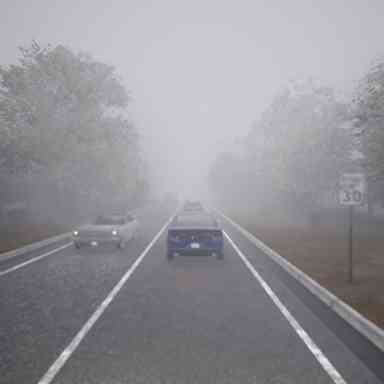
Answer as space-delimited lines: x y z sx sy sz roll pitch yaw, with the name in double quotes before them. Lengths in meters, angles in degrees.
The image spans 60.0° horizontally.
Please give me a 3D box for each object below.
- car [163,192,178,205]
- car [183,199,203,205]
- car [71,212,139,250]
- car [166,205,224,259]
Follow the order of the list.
"car" -3.538 1.007 55.903 2.150 2.045 5.566 0 0 1
"car" 0.112 1.420 32.902 2.128 1.511 4.902 0 0 0
"car" -3.596 1.596 14.488 1.895 1.301 4.718 0 0 0
"car" 0.104 1.476 12.592 1.882 1.535 5.008 0 0 0
